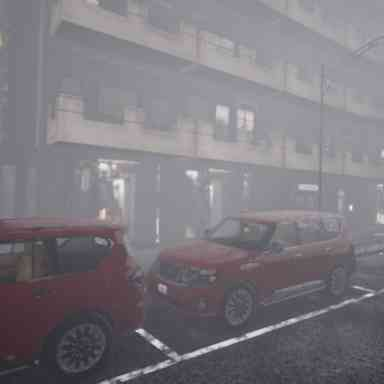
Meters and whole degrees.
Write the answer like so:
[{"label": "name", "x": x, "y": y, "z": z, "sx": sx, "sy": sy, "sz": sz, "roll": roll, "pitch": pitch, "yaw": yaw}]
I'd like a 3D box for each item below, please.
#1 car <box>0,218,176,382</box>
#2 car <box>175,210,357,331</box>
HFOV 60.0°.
[{"label": "car", "x": -2.948, "y": 1.313, "z": 3.966, "sx": 5.009, "sy": 1.841, "sz": 2.192, "roll": 1, "pitch": 1, "yaw": -35}, {"label": "car", "x": 1.552, "y": 1.370, "z": 7.180, "sx": 5.009, "sy": 1.841, "sz": 2.192, "roll": 1, "pitch": 1, "yaw": -35}]
